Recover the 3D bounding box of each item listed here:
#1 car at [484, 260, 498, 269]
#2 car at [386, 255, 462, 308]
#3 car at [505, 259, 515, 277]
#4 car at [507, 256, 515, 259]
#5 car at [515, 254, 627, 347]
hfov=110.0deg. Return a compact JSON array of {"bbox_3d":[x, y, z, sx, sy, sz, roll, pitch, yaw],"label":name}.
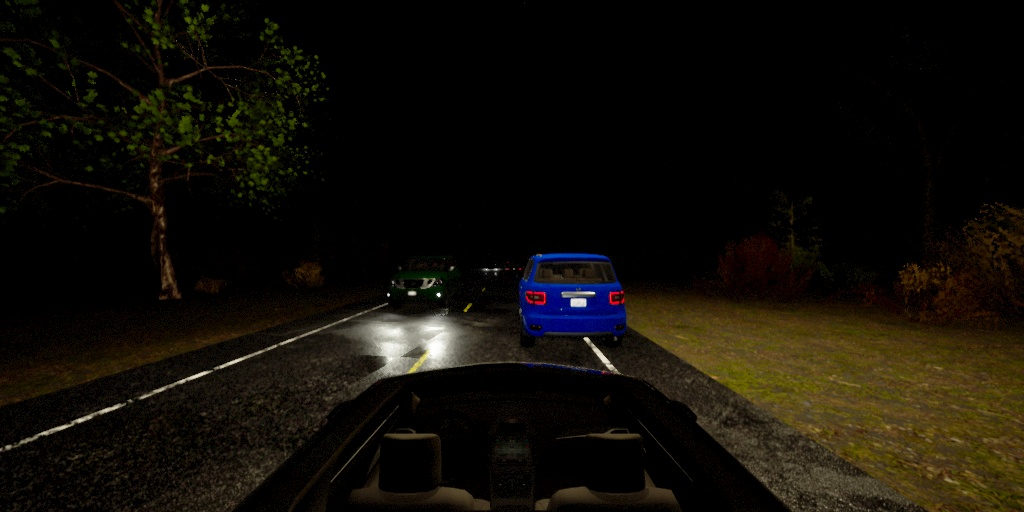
[{"bbox_3d":[-3.352,1.331,58.507,1.837,1.490,4.892,0,-1,0],"label":"car"},{"bbox_3d":[-3.542,0.965,15.507,2.150,2.045,5.566,0,0,0],"label":"car"},{"bbox_3d":[0.214,1.317,36.958,2.033,1.411,5.357,0,0,1],"label":"car"},{"bbox_3d":[0.237,1.028,51.411,2.150,2.045,5.566,0,0,1],"label":"car"},{"bbox_3d":[1.261,0.970,9.423,2.150,2.045,5.566,0,0,0],"label":"car"}]
